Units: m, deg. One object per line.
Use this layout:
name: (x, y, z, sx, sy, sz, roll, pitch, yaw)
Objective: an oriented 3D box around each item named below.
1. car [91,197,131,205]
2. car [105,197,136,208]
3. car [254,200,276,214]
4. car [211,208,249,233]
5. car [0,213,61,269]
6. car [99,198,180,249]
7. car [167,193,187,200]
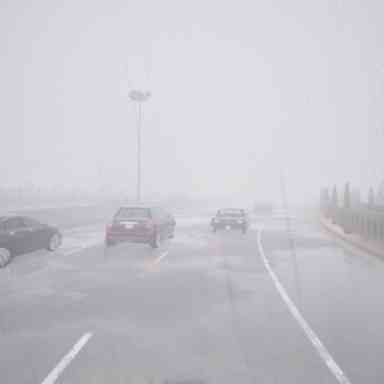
car: (-8.543, 1.488, 32.934, 2.033, 1.411, 5.357, 0, 0, 19)
car: (-10.264, 1.433, 48.020, 1.837, 1.490, 4.892, 0, 0, 22)
car: (8.045, 1.573, 36.813, 1.812, 1.442, 4.674, 0, 0, 21)
car: (2.427, 1.610, 19.968, 1.895, 1.301, 4.718, 1, 0, 13)
car: (-6.154, 1.463, 10.989, 1.837, 1.490, 4.892, 0, 0, 6)
car: (-2.092, 1.336, 14.812, 2.097, 1.767, 4.553, 0, 0, 8)
car: (-2.616, 1.186, 57.535, 2.150, 2.045, 5.566, 0, 0, 22)
